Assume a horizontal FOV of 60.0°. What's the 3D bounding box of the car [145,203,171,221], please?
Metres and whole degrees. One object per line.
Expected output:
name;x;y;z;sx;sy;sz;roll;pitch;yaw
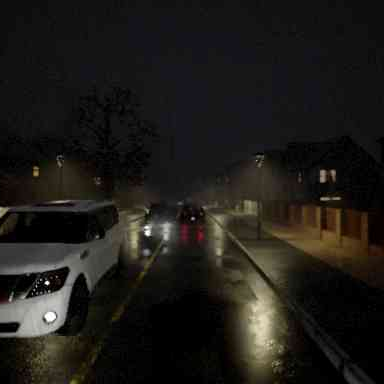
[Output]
car;-2.813;1.630;28.100;1.812;1.442;4.674;0;0;0

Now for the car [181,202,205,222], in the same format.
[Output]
car;0.077;1.697;26.917;1.895;1.301;4.718;0;0;0

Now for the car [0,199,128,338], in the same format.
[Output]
car;-2.837;1.229;7.045;2.150;2.045;5.566;0;1;0
